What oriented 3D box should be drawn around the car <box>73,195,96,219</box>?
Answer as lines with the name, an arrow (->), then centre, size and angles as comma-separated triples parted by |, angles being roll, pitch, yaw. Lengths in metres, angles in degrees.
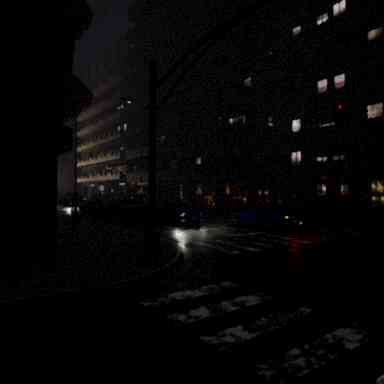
car -> -6.917, 1.163, 24.513 | 1.887, 1.381, 4.507 | 1, 0, -36

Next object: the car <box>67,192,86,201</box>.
car -> -19.672, 0.730, 56.482 | 1.887, 1.381, 4.507 | 1, 0, -36

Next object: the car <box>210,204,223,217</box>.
car -> 3.160, 1.312, 24.873 | 1.947, 1.339, 4.313 | 1, 0, -36

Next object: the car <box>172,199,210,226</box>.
car -> -1.334, 1.196, 21.186 | 1.882, 1.535, 5.008 | 0, 1, -36

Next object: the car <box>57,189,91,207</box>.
car -> -13.787, 0.764, 38.455 | 2.097, 1.767, 4.553 | 0, 1, -36

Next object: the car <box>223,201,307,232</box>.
car -> 4.117, 1.341, 18.611 | 1.812, 1.442, 4.674 | -1, 1, -37

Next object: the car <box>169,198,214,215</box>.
car -> -0.102, 1.248, 29.388 | 1.802, 1.307, 4.206 | 1, 0, -36

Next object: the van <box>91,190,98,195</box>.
van -> -13.144, 0.686, 47.451 | 1.690, 1.788, 3.998 | 1, 0, -36

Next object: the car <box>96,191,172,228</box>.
car -> -3.649, 1.013, 19.998 | 2.192, 1.841, 5.009 | 1, 0, -36

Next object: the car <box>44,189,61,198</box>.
car -> -29.452, 0.261, 70.029 | 2.192, 1.841, 5.009 | 1, 0, -36
